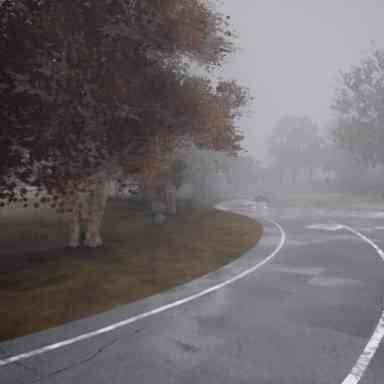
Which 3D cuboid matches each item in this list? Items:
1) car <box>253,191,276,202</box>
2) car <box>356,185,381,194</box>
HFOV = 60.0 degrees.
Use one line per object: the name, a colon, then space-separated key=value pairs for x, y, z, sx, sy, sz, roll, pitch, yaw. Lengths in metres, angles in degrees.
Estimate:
car: x=9.625 y=0.539 z=44.027 sx=1.895 sy=1.301 sz=4.718 roll=-1 pitch=2 yaw=29
car: x=28.768 y=-0.411 z=53.682 sx=4.181 sy=1.385 sz=1.994 roll=-1 pitch=1 yaw=10
